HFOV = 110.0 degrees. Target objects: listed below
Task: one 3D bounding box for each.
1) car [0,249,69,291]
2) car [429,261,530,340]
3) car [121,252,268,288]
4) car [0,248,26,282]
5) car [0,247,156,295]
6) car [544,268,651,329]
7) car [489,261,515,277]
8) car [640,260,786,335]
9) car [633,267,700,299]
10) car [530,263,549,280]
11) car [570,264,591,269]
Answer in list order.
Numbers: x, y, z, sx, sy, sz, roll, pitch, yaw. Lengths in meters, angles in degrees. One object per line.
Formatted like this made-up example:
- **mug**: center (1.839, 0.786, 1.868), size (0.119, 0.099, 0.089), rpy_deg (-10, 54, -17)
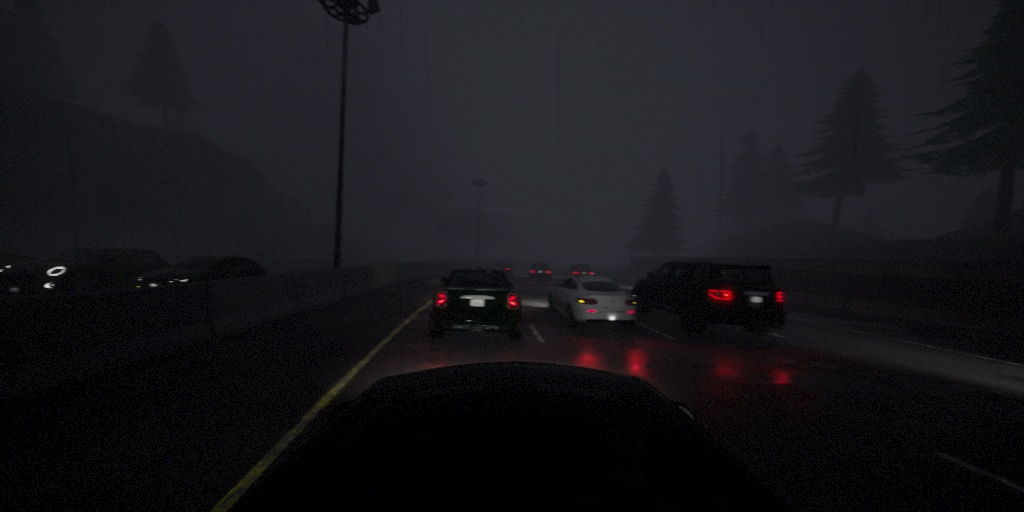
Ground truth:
- **car**: center (-18.827, 0.477, 12.217), size (1.812, 1.442, 4.674), rpy_deg (2, 0, -3)
- **car**: center (-0.948, 1.027, 9.965), size (2.097, 1.767, 4.553), rpy_deg (2, 0, -5)
- **car**: center (-11.933, 0.722, 14.268), size (1.837, 1.490, 4.892), rpy_deg (2, 0, -2)
- **car**: center (-22.394, 0.366, 13.685), size (1.994, 1.385, 4.181), rpy_deg (2, 0, -2)
- **car**: center (-15.368, 0.437, 13.258), size (2.097, 1.767, 4.553), rpy_deg (2, 0, -2)
- **car**: center (2.404, 1.327, 11.523), size (1.812, 1.442, 4.674), rpy_deg (2, 0, -5)
- **car**: center (-0.850, 1.171, 34.148), size (1.895, 1.301, 4.718), rpy_deg (2, 0, 5)
- **car**: center (5.899, 1.162, 11.622), size (2.150, 2.045, 5.566), rpy_deg (2, 0, -4)
- **car**: center (9.074, 1.528, 21.546), size (1.837, 1.490, 4.892), rpy_deg (2, 0, 0)
- **car**: center (2.347, 1.263, 30.313), size (2.033, 1.411, 5.357), rpy_deg (2, 0, 4)
- **car**: center (5.902, 1.401, 31.130), size (2.033, 1.411, 5.357), rpy_deg (2, 0, 4)
